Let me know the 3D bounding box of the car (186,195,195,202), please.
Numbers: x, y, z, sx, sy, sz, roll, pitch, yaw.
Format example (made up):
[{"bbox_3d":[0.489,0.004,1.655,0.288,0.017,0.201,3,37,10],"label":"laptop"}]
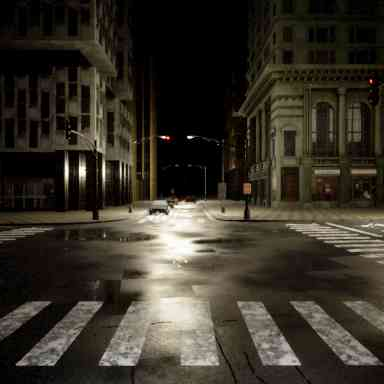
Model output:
[{"bbox_3d":[-0.404,1.455,73.734,1.994,1.385,4.181,0,0,0],"label":"car"}]

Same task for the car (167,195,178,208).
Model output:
[{"bbox_3d":[-3.281,1.458,44.026,2.128,1.511,4.902,0,0,0],"label":"car"}]

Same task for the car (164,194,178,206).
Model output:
[{"bbox_3d":[-3.347,1.300,53.913,2.097,1.767,4.553,0,0,0],"label":"car"}]

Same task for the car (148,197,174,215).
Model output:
[{"bbox_3d":[-3.205,1.529,33.647,2.033,1.411,5.357,0,0,0],"label":"car"}]

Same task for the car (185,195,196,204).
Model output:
[{"bbox_3d":[-0.239,1.452,63.922,1.812,1.442,4.674,0,0,0],"label":"car"}]
